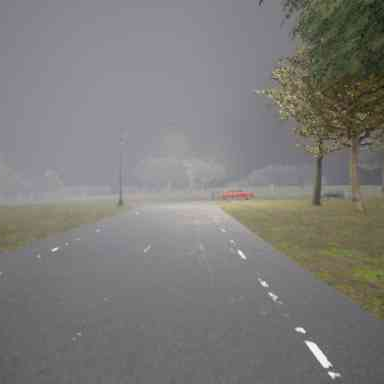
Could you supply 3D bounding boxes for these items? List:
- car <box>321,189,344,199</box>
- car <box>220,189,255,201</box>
[{"bbox_3d":[25.323,0.371,61.065,4.553,1.767,2.097,-1,-2,-1],"label":"car"},{"bbox_3d":[7.363,0.463,53.713,5.566,2.045,2.150,-4,-1,-1],"label":"car"}]
